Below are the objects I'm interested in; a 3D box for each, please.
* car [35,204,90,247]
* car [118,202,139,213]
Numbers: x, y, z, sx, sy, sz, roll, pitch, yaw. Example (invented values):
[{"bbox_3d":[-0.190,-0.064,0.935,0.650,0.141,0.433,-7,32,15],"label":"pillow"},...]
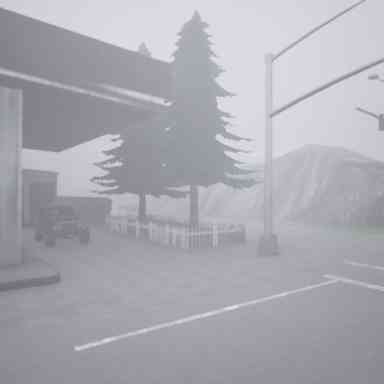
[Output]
[{"bbox_3d":[-6.636,1.577,16.765,1.905,1.878,3.866,1,0,-36],"label":"car"},{"bbox_3d":[-8.268,2.028,44.352,1.895,1.301,4.718,1,0,-35],"label":"car"}]
